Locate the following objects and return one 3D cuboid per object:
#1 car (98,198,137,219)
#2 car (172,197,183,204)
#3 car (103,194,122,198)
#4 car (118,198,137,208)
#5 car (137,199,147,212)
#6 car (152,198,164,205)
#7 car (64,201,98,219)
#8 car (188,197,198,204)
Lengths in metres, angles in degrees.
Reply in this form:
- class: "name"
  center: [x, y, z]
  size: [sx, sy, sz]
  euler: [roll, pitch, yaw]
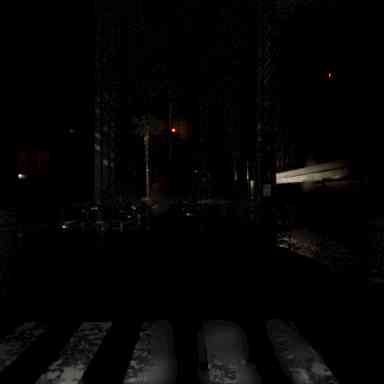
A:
- class: "car"
  center: [-6.556, 1.541, 29.665]
  size: [1.882, 1.535, 5.008]
  euler: [0, 0, 0]
- class: "car"
  center: [-3.040, 1.787, 69.877]
  size: [1.994, 1.385, 4.181]
  euler: [0, 0, 0]
- class: "car"
  center: [-9.791, 1.320, 40.644]
  size: [2.150, 2.045, 5.566]
  euler: [0, 0, 0]
- class: "car"
  center: [-9.758, 1.701, 50.655]
  size: [1.994, 1.385, 4.181]
  euler: [0, 0, 0]
- class: "car"
  center: [-6.539, 1.588, 40.006]
  size: [2.128, 1.511, 4.902]
  euler: [0, 0, 0]
- class: "car"
  center: [-6.405, 1.794, 63.343]
  size: [1.895, 1.301, 4.718]
  euler: [0, 0, 0]
- class: "car"
  center: [-9.802, 1.542, 29.928]
  size: [1.882, 1.535, 5.008]
  euler: [0, 0, 0]
- class: "car"
  center: [0.210, 1.787, 69.897]
  size: [1.994, 1.385, 4.181]
  euler: [0, 0, 0]
